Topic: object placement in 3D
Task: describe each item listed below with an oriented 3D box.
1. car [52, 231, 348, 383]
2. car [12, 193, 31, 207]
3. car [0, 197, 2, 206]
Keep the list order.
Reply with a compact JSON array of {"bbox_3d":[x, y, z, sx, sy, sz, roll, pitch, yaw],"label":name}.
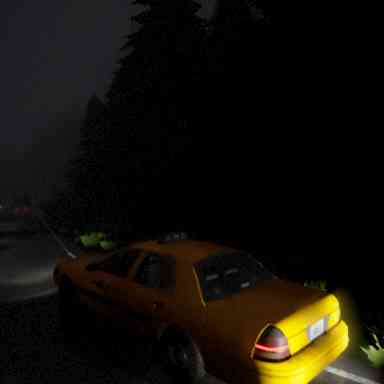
[{"bbox_3d":[-0.479,1.403,5.350,1.801,1.575,5.366,-1,1,-45],"label":"car"},{"bbox_3d":[-20.774,0.933,40.532,2.128,1.511,4.902,-2,2,-26],"label":"car"},{"bbox_3d":[-25.797,1.047,43.207,2.033,1.411,5.357,-2,2,-26],"label":"car"}]
